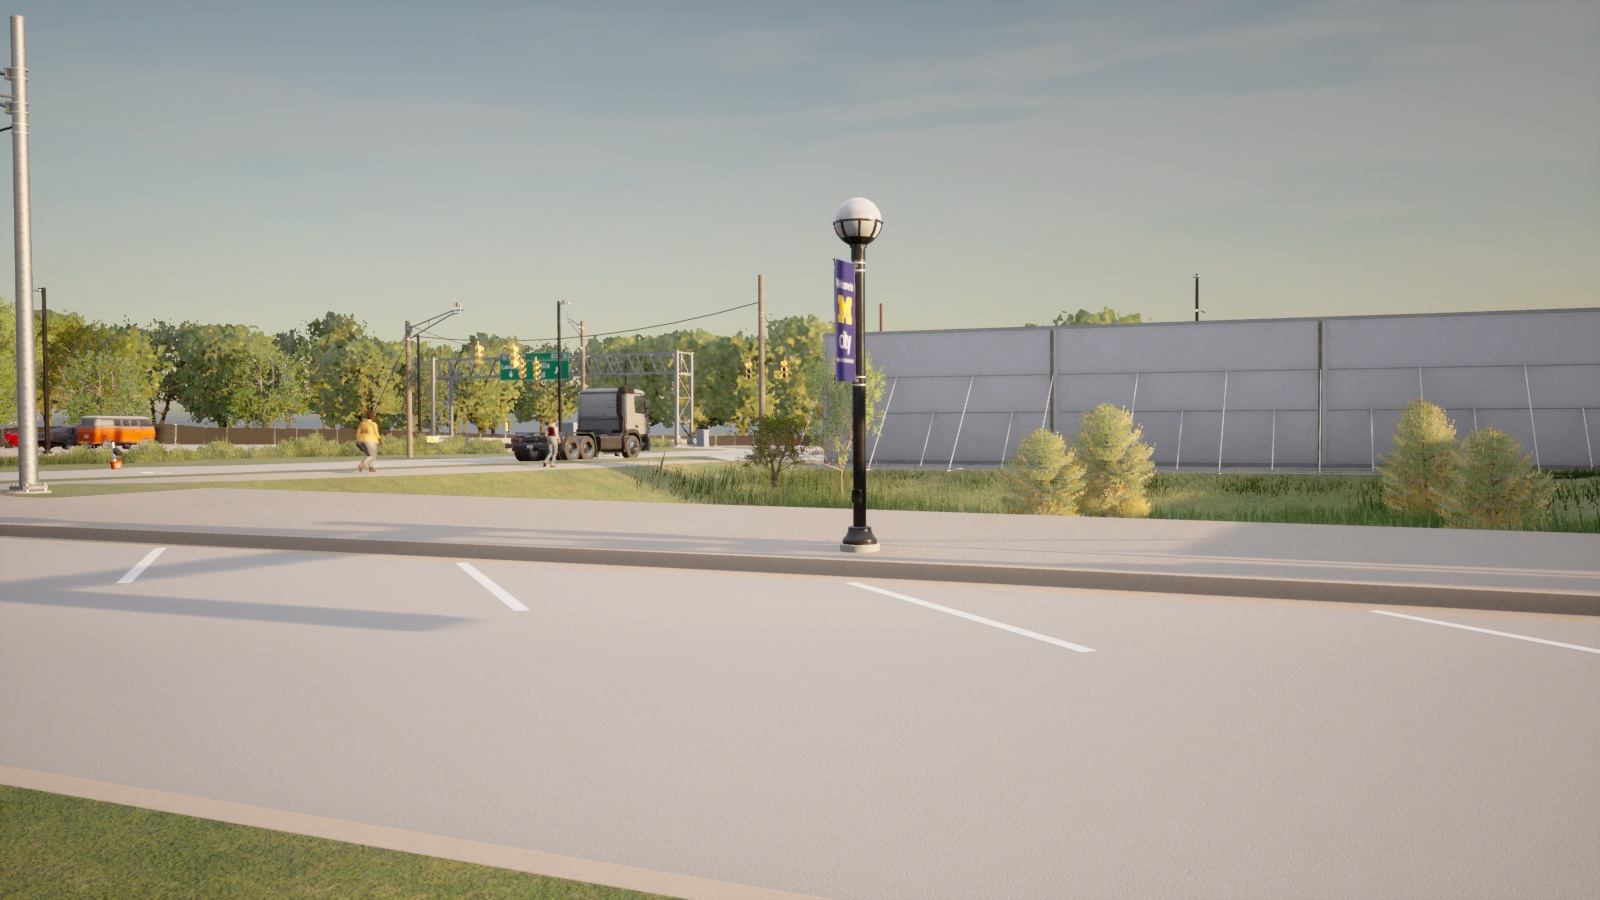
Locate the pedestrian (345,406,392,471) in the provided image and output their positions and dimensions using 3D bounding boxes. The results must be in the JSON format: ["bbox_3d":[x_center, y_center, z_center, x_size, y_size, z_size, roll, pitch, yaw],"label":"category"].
[{"bbox_3d":[-12.493,-0.340,36.381,0.874,1.855,0.900,1,2,24],"label":"pedestrian"}]

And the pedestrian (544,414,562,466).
[{"bbox_3d":[-8.824,-0.364,44.826,0.345,1.836,0.594,1,2,23],"label":"pedestrian"}]

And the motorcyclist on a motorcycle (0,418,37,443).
[{"bbox_3d":[-49.664,-1.215,79.656,0.797,1.523,2.044,1,0,23],"label":"motorcyclist on a motorcycle"}]

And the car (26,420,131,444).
[{"bbox_3d":[-43.603,-1.068,76.007,2.033,1.411,5.357,1,0,23],"label":"car"}]

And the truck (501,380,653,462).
[{"bbox_3d":[-9.984,-1.305,57.264,2.891,3.462,7.936,1,1,24],"label":"truck"}]

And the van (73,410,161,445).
[{"bbox_3d":[-40.443,-1.322,74.481,1.775,1.987,4.442,1,0,23],"label":"van"}]
